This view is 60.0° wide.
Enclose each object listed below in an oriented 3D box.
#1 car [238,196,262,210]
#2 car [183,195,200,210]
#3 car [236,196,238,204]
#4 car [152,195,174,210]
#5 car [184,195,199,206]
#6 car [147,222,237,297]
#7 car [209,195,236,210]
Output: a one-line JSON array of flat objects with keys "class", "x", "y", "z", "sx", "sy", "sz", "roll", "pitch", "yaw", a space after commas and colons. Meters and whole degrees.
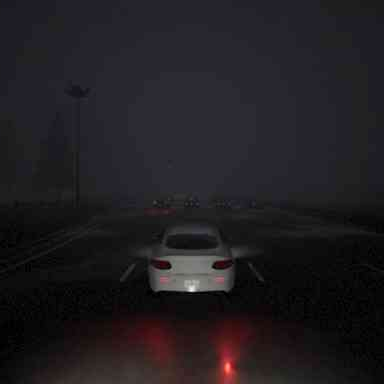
[{"class": "car", "x": 6.979, "y": 1.341, "z": 39.334, "sx": 1.994, "sy": 1.385, "sz": 4.181, "roll": 0, "pitch": 0, "yaw": 0}, {"class": "car", "x": -0.021, "y": 1.327, "z": 38.914, "sx": 2.033, "sy": 1.411, "sz": 5.357, "roll": 0, "pitch": 0, "yaw": 0}, {"class": "car", "x": 6.973, "y": 1.247, "z": 49.337, "sx": 1.812, "sy": 1.442, "sz": 4.674, "roll": 0, "pitch": 0, "yaw": 0}, {"class": "car", "x": -3.521, "y": 1.303, "z": 39.328, "sx": 1.812, "sy": 1.442, "sz": 4.674, "roll": 0, "pitch": 0, "yaw": 0}, {"class": "car", "x": -0.027, "y": 1.213, "z": 49.333, "sx": 2.128, "sy": 1.511, "sz": 4.902, "roll": 0, "pitch": 0, "yaw": 0}, {"class": "car", "x": -0.004, "y": 1.478, "z": 8.306, "sx": 1.812, "sy": 1.442, "sz": 4.674, "roll": 0, "pitch": 0, "yaw": 0}, {"class": "car", "x": 3.479, "y": 1.327, "z": 38.916, "sx": 2.033, "sy": 1.411, "sz": 5.357, "roll": 0, "pitch": 0, "yaw": 0}]
